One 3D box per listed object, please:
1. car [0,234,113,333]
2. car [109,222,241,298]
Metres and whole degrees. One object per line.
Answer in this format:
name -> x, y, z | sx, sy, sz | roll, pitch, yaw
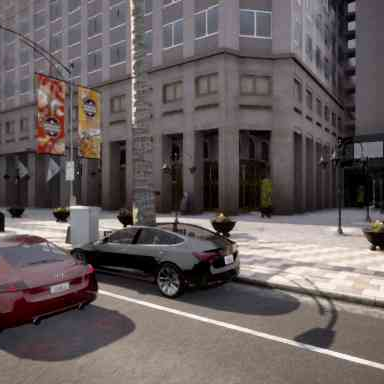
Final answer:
car -> -3.823, 1.564, 6.714 | 4.181, 1.385, 1.994 | 0, 0, 36
car -> -1.109, 1.513, 8.579 | 4.786, 1.482, 2.161 | 0, 0, 35
